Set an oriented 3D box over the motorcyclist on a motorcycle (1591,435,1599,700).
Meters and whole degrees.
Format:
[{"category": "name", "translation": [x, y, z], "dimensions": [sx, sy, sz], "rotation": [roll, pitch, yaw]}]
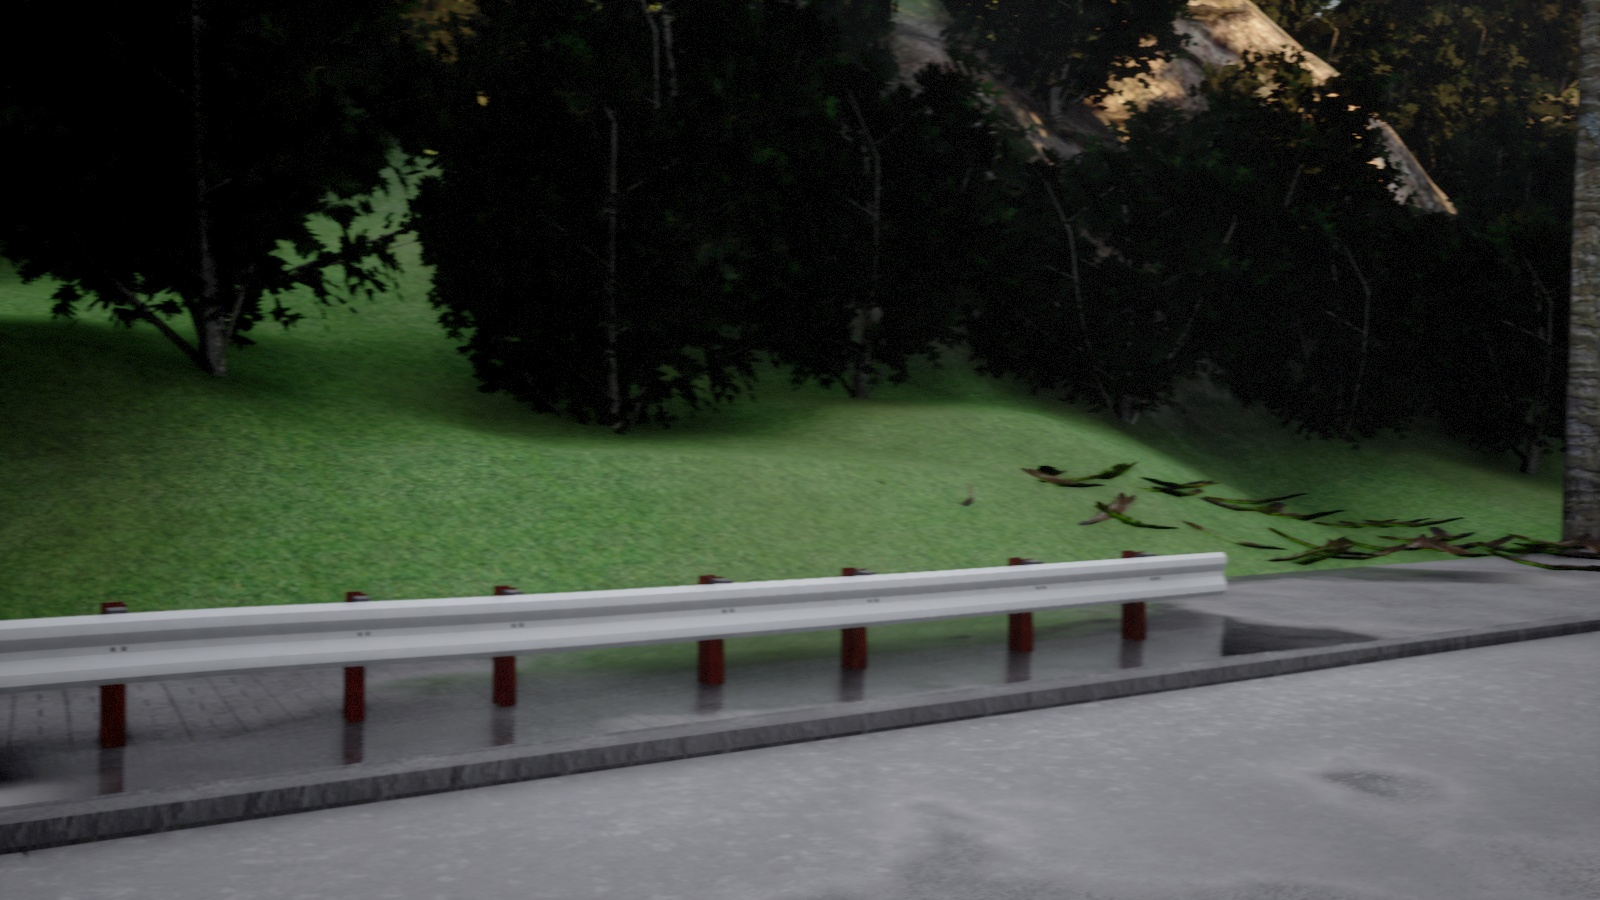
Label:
[{"category": "motorcyclist on a motorcycle", "translation": [5.777, 0.702, 7.683], "dimensions": [1.817, 1.590, 0.866], "rotation": [0, 0, -32]}]
